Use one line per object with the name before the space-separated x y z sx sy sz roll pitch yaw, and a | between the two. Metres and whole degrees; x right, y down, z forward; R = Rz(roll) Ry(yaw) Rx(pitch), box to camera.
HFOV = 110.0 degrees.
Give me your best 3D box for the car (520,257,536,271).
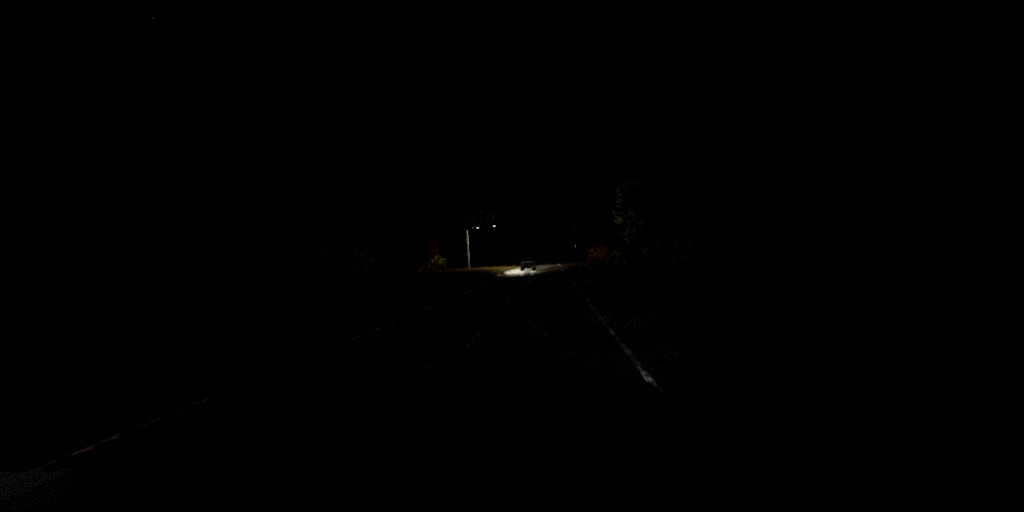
car | 2.554 1.226 56.004 2.150 2.045 5.566 -3 -1 6
